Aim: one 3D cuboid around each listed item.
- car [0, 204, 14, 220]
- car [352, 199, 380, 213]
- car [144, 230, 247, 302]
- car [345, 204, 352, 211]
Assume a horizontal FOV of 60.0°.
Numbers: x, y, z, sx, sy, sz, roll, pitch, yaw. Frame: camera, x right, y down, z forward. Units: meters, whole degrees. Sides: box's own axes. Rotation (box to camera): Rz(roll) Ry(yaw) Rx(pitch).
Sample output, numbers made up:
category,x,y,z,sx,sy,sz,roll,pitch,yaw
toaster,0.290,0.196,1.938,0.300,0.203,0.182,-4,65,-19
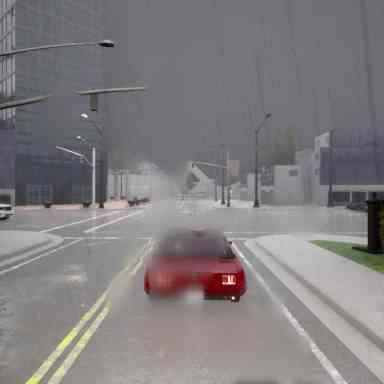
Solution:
category,x,y,z,sx,sy,sz,roll,pitch,yaw
car,-17.335,1.339,26.611,5.566,2.045,2.150,-1,0,0
car,19.844,1.502,34.106,5.357,1.411,2.033,0,0,-1
car,0.072,1.601,8.208,1.895,1.301,4.718,0,0,0
car,20.302,1.501,37.621,5.357,1.411,2.033,0,0,-1
